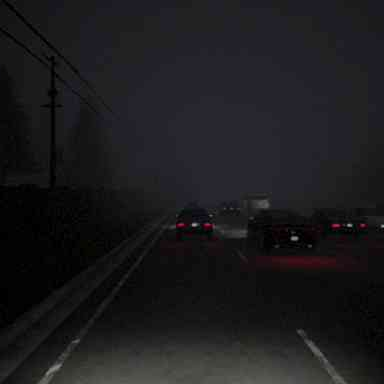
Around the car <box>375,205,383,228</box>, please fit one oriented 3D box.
[{"bbox_3d":[10.610,1.600,20.679,1.895,1.301,4.718,0,0,0],"label":"car"}]

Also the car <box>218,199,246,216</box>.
[{"bbox_3d":[3.615,1.545,32.698,2.033,1.411,5.357,0,0,0],"label":"car"}]

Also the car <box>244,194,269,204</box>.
[{"bbox_3d":[7.117,1.219,37.248,2.150,2.045,5.566,0,0,0],"label":"car"}]

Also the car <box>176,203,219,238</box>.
[{"bbox_3d":[0.109,1.546,17.707,2.033,1.411,5.357,0,0,0],"label":"car"}]

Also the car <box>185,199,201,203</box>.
[{"bbox_3d":[0.104,1.523,39.110,1.812,1.442,4.674,0,0,0],"label":"car"}]

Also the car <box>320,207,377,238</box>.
[{"bbox_3d":[7.108,1.546,17.496,2.033,1.411,5.357,0,0,0],"label":"car"}]

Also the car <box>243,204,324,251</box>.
[{"bbox_3d":[3.607,1.477,14.162,1.882,1.535,5.008,0,0,0],"label":"car"}]
